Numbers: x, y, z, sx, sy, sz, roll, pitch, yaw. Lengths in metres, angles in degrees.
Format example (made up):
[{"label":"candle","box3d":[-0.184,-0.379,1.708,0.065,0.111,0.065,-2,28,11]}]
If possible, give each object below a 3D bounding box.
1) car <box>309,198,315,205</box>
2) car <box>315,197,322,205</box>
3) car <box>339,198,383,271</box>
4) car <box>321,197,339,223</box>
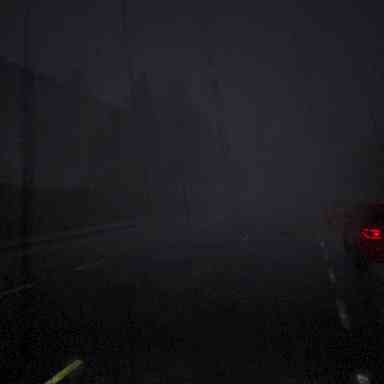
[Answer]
[{"label":"car","box3d":[23.609,1.665,61.177,4.902,1.511,2.128,0,0,-28]},{"label":"car","box3d":[24.444,1.707,57.697,5.357,1.411,2.033,0,0,-30]},{"label":"car","box3d":[6.268,1.255,10.751,2.150,2.045,5.566,0,0,20]},{"label":"car","box3d":[11.507,1.424,25.952,2.097,1.767,4.553,0,0,19]}]
